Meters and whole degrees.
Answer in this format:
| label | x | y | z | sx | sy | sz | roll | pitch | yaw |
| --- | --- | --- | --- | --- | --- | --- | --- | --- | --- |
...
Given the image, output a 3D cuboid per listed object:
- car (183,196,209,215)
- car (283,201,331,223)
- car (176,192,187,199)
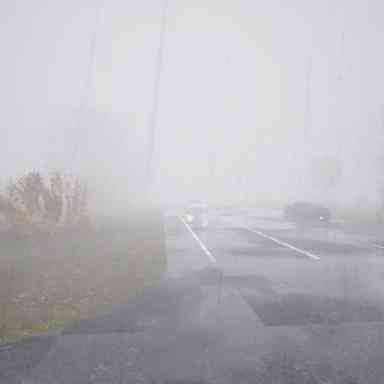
| label | x | y | z | sx | sy | sz | roll | pitch | yaw |
| --- | --- | --- | --- | --- | --- | --- | --- | --- | --- |
| car | 0.373 | 1.386 | 32.762 | 1.812 | 1.442 | 4.674 | 0 | 0 | -5 |
| car | 8.223 | 1.395 | 24.191 | 1.837 | 1.490 | 4.892 | 0 | 0 | -5 |
| car | -2.449 | 1.147 | 87.453 | 1.895 | 1.301 | 4.718 | 0 | 0 | 2 |
